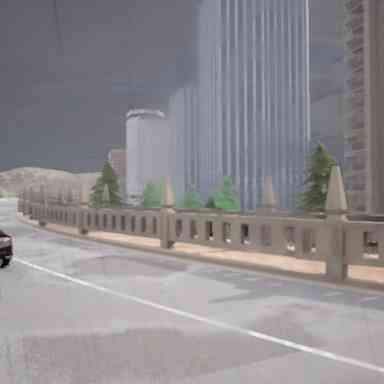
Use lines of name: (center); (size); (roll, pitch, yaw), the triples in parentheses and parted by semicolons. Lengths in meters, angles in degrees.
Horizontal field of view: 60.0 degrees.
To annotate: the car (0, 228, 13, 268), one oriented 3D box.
car: (-7.288, 1.553, 10.534); (4.902, 1.511, 2.128); (0, 0, 44)
